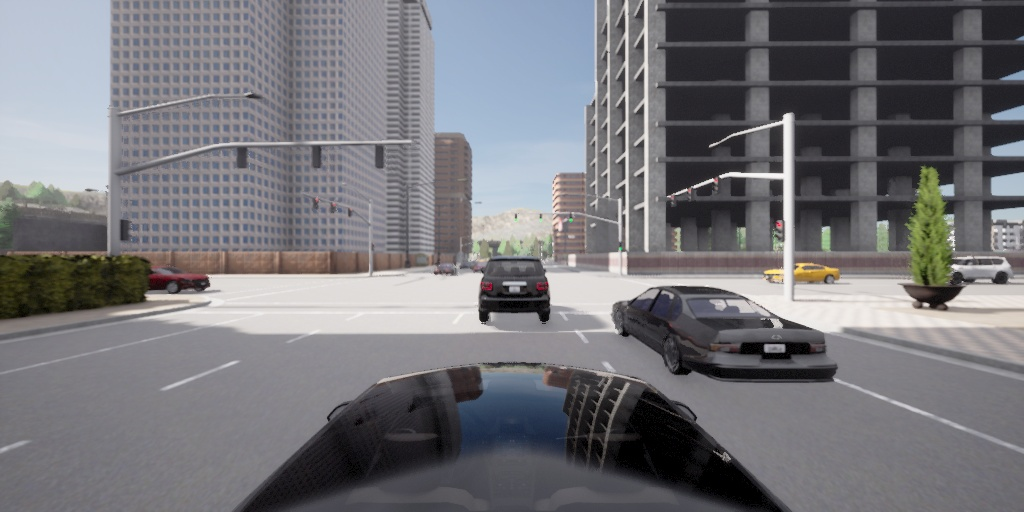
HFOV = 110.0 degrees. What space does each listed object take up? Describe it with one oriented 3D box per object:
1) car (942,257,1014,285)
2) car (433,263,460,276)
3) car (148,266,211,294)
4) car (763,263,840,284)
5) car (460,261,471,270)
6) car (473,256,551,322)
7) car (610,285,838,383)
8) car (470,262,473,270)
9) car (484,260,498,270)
[{"bbox_3d":[34.011,1.057,27.064,5.566,2.045,2.150,0,0,0],"label":"car"},{"bbox_3d":[-7.202,1.438,39.072,1.994,1.385,4.181,0,0,0],"label":"car"},{"bbox_3d":[-19.869,1.289,20.216,5.008,1.535,1.882,0,0,1],"label":"car"},{"bbox_3d":[21.818,1.312,27.146,5.008,1.535,1.882,0,0,0],"label":"car"},{"bbox_3d":[-7.054,1.495,56.429,1.994,1.385,4.181,0,0,1],"label":"car"},{"bbox_3d":[0.064,1.008,12.515,2.150,2.045,5.566,0,0,0],"label":"car"},{"bbox_3d":[3.596,1.317,7.406,2.033,1.411,5.357,0,0,0],"label":"car"},{"bbox_3d":[-3.748,1.420,45.267,1.812,1.442,4.674,0,0,1],"label":"car"},{"bbox_3d":[-3.484,1.449,60.231,1.837,1.490,4.892,0,0,1],"label":"car"}]
